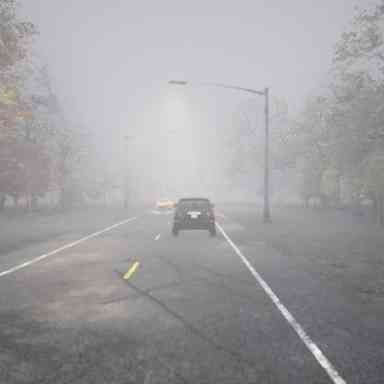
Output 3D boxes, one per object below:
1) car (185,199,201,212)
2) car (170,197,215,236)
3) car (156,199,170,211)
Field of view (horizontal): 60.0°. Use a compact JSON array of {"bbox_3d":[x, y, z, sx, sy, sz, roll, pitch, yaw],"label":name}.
[{"bbox_3d":[0.129,1.667,42.223,1.994,1.385,4.181,0,0,0],"label":"car"},{"bbox_3d":[0.113,1.269,18.931,2.150,2.045,5.566,0,0,0],"label":"car"},{"bbox_3d":[-3.527,1.583,42.849,1.882,1.535,5.008,0,0,0],"label":"car"}]
